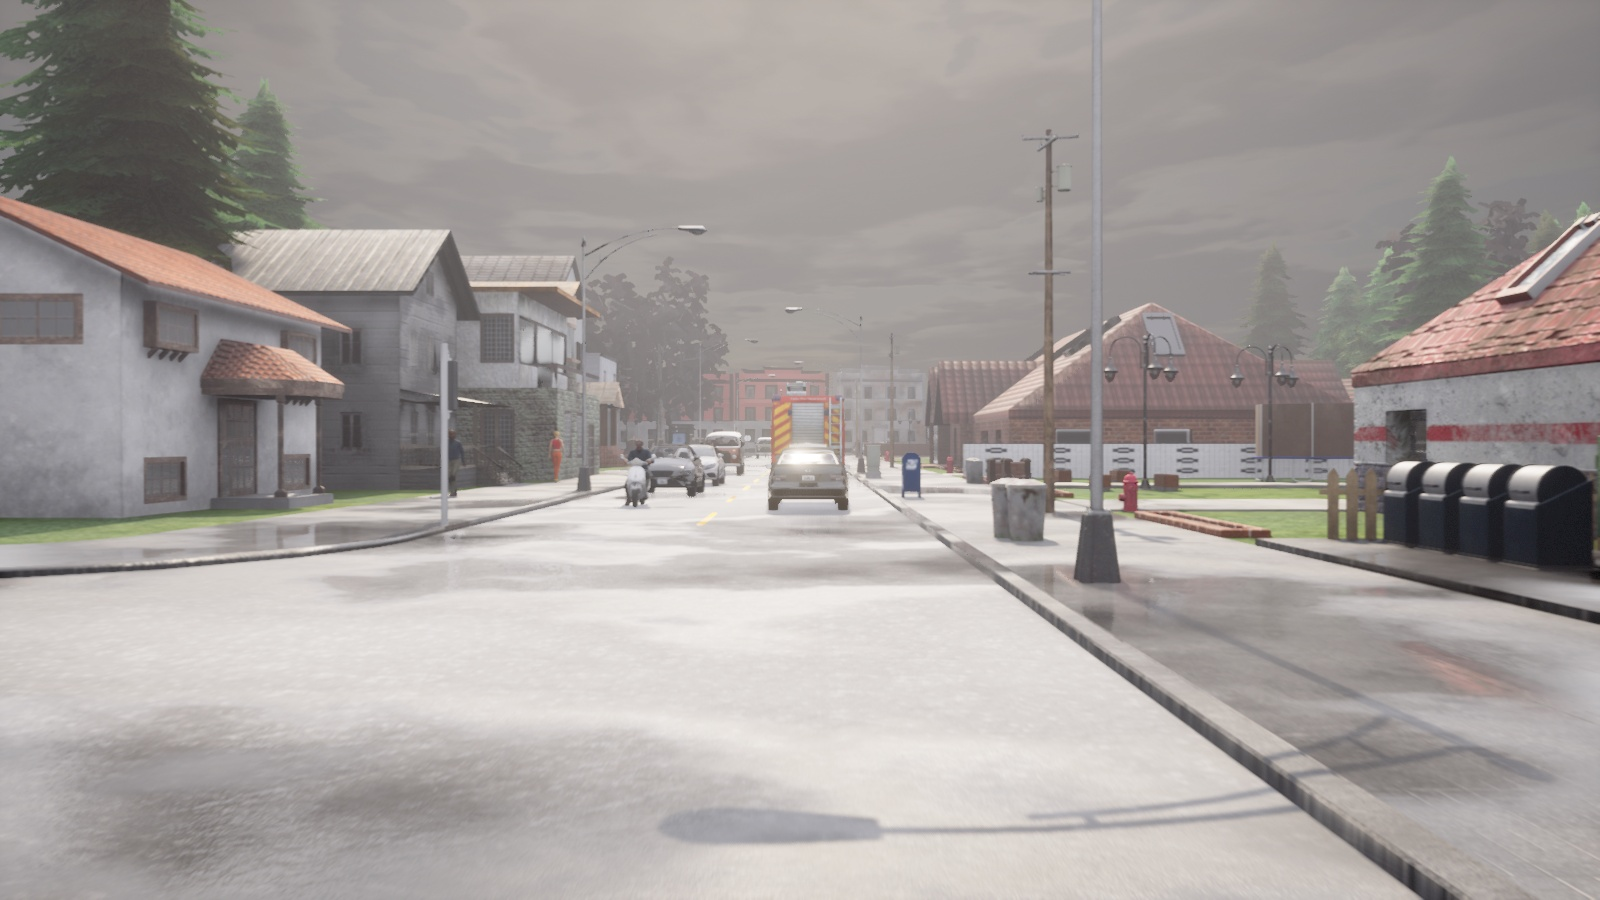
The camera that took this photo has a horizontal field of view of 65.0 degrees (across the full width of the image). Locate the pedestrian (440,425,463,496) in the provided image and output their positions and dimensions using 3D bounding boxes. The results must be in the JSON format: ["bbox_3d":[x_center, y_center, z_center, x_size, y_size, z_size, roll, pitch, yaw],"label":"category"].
[{"bbox_3d":[-9.020,0.267,32.523,0.370,1.835,0.726,0,0,0],"label":"pedestrian"}]

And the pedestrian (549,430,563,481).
[{"bbox_3d":[-8.794,0.196,45.233,0.345,1.836,0.594,0,0,8],"label":"pedestrian"}]

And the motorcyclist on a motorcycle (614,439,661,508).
[{"bbox_3d":[-3.817,0.531,29.663,0.866,1.590,1.817,0,0,0],"label":"motorcyclist on a motorcycle"}]

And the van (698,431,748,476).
[{"bbox_3d":[-3.630,0.124,60.110,2.069,2.038,4.480,0,1,0],"label":"van"}]

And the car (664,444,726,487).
[{"bbox_3d":[-3.720,0.517,45.126,1.812,1.442,4.674,0,0,1],"label":"car"}]

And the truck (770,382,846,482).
[{"bbox_3d":[0.324,-0.708,52.199,2.891,3.827,8.468,0,0,0],"label":"truck"}]

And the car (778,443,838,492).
[{"bbox_3d":[0.256,0.523,40.845,1.837,1.490,4.892,0,0,0],"label":"car"}]

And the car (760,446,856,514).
[{"bbox_3d":[0.187,0.631,29.274,2.033,1.411,5.357,0,0,0],"label":"car"}]

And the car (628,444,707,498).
[{"bbox_3d":[-3.771,0.554,36.374,1.816,1.474,4.193,0,0,0],"label":"car"}]
